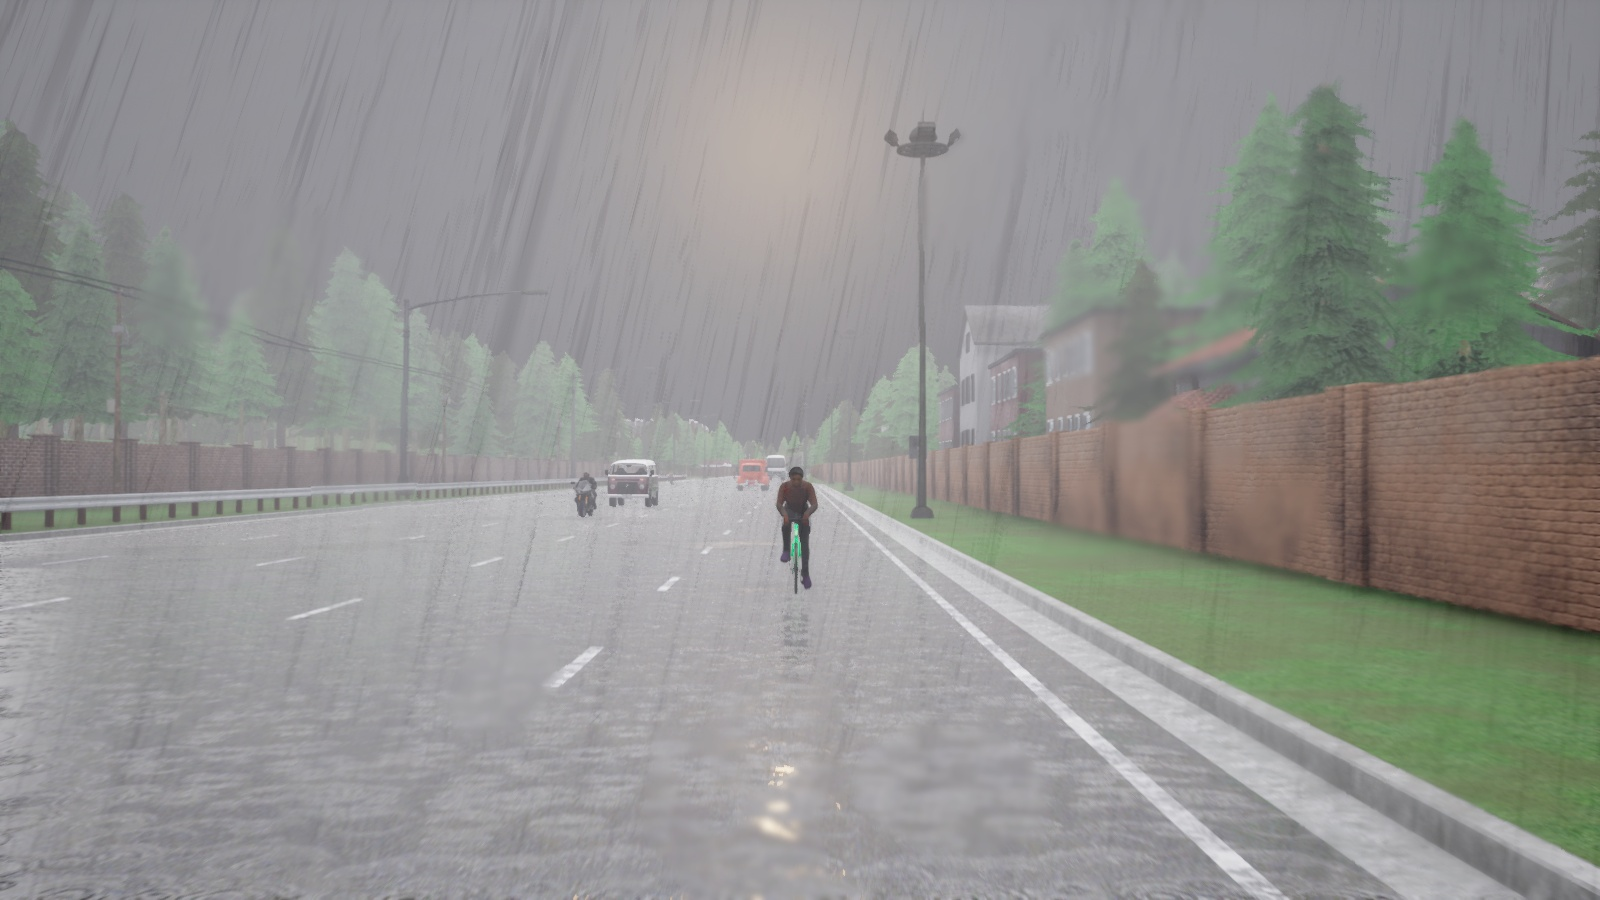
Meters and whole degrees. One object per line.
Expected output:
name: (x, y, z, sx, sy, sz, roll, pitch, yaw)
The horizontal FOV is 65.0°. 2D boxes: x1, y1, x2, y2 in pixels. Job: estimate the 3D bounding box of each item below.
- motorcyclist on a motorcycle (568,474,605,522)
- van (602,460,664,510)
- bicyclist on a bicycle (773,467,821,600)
motorcyclist on a motorcycle: (-7.103, 1.578, 41.829, 0.866, 1.530, 2.191, 0, -1, 0)
van: (-7.133, 1.472, 54.082, 2.069, 2.038, 4.480, 0, -1, 0)
bicyclist on a bicycle: (-0.040, 1.040, 16.243, 0.582, 1.620, 1.656, 0, 0, 0)
